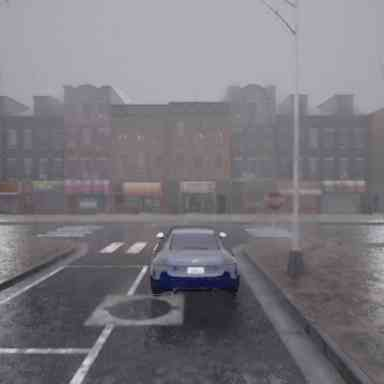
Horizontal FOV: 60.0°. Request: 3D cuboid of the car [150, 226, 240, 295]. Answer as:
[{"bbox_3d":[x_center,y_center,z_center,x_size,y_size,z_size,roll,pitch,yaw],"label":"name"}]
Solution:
[{"bbox_3d":[0.000,1.574,8.794,1.994,1.385,4.181,0,0,-2],"label":"car"}]
